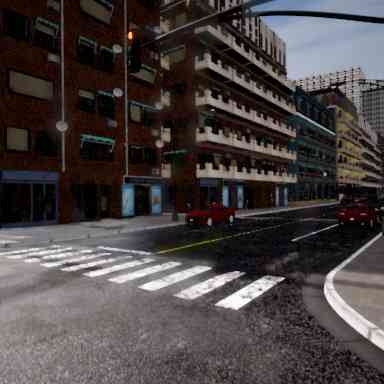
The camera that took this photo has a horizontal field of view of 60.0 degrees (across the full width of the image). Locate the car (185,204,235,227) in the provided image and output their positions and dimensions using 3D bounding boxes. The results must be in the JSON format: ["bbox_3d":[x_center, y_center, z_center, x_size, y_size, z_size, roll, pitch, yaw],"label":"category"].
[{"bbox_3d":[1.305,1.514,22.735,1.887,1.381,4.507,-1,0,36],"label":"car"}]

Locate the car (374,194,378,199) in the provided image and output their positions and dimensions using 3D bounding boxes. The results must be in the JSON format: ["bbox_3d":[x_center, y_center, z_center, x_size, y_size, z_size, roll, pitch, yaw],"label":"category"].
[{"bbox_3d":[43.724,1.230,80.336,1.947,1.339,4.313,-1,0,36],"label":"car"}]

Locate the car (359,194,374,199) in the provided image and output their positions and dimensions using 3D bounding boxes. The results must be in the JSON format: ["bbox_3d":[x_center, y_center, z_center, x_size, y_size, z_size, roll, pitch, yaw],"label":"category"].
[{"bbox_3d":[37.002,1.292,71.173,1.802,1.307,4.206,-1,0,36],"label":"car"}]

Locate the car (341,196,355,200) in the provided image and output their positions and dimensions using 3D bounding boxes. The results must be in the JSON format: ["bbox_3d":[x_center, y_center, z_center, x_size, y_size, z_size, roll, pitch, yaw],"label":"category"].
[{"bbox_3d":[26.917,1.346,57.428,1.947,1.339,4.313,-1,0,36],"label":"car"}]

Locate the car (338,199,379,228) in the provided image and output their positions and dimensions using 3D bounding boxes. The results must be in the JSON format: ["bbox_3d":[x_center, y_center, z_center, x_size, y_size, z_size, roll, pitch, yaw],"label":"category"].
[{"bbox_3d":[10.231,1.371,20.343,1.887,1.381,4.507,-1,0,36],"label":"car"}]
